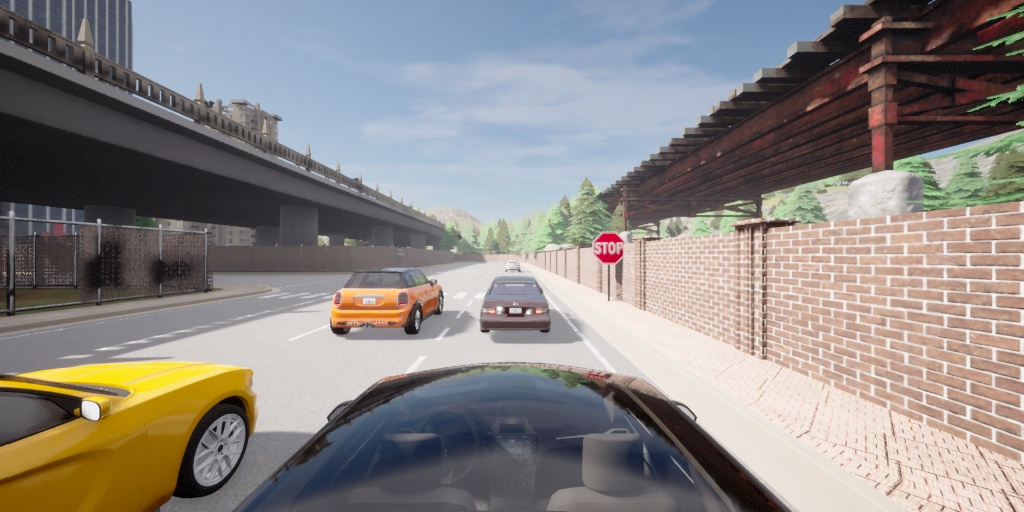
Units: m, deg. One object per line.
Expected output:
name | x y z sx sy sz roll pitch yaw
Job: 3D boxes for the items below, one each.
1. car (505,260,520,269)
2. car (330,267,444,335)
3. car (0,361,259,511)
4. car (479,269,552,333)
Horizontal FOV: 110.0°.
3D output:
car | 0.098 1.276 45.515 1.812 1.442 4.674 0 0 -1
car | -3.421 1.102 10.711 2.097 1.767 4.553 0 0 0
car | -3.399 1.228 1.454 1.882 1.535 5.008 0 0 0
car | 0.081 1.297 10.732 2.033 1.411 5.357 0 0 0
